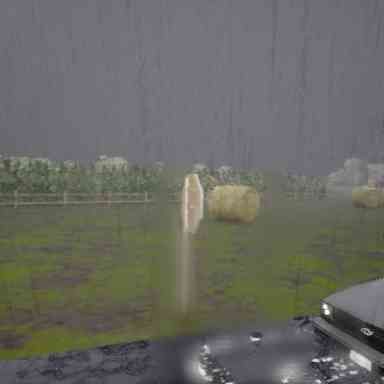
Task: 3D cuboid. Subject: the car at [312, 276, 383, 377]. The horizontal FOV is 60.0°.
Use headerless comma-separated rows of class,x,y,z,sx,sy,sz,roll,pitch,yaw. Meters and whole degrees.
car,4.368,1.482,4.536,5.357,1.411,2.033,1,2,-19
